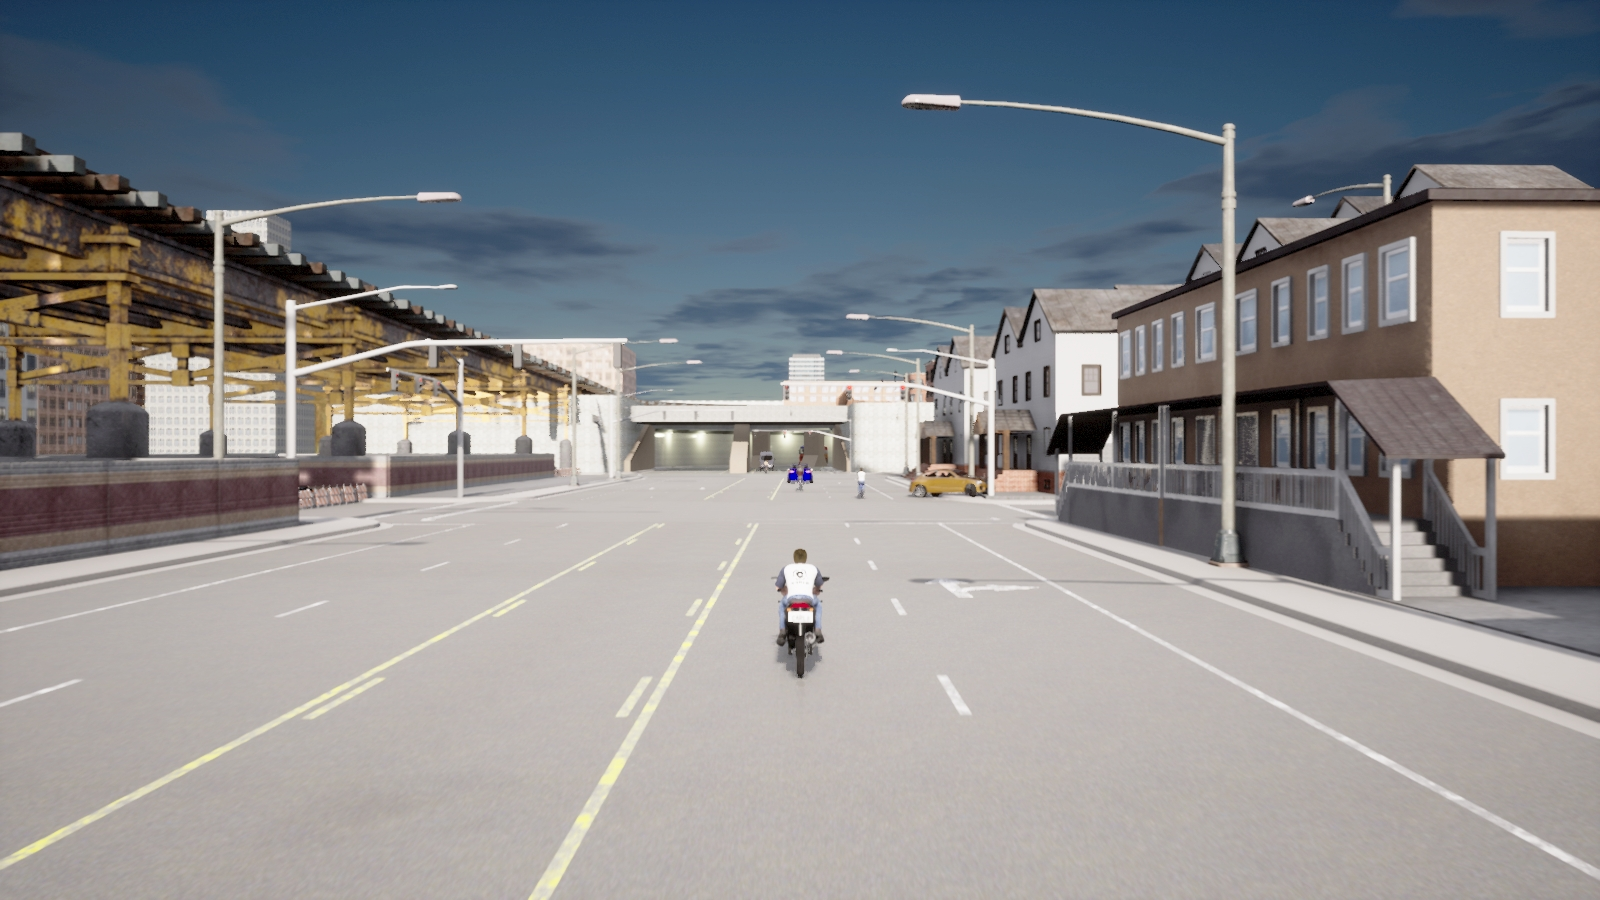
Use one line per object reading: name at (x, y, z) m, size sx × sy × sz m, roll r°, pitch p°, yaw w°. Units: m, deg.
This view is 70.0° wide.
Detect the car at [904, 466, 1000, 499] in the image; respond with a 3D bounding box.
car at (8.821, 1.910, 66.379) m, size 5.027 × 1.651 × 2.152 m, roll -3°, pitch 0°, yaw 36°

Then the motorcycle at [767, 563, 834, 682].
motorcycle at (0.004, 2.172, 14.749) m, size 0.803 × 1.224 × 2.033 m, roll 0°, pitch 0°, yaw 0°

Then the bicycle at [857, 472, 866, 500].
bicycle at (3.514, 2.043, 65.326) m, size 0.373 × 1.521 × 1.643 m, roll 0°, pitch 0°, yaw 0°
